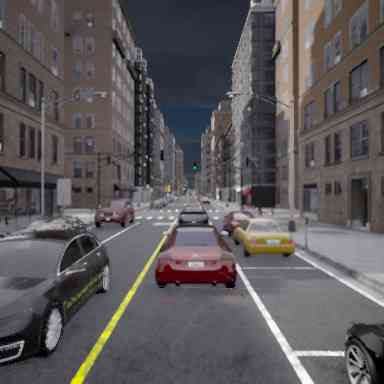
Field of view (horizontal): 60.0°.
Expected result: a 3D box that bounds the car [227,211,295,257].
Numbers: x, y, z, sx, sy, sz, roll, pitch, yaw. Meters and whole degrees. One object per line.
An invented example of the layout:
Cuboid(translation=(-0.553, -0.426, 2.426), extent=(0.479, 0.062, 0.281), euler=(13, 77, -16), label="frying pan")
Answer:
Cuboid(translation=(2.641, 1.590, 13.106), extent=(1.752, 1.417, 4.829), euler=(0, 0, 0), label="car")

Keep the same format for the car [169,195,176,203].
Cuboid(translation=(-5.364, 1.926, 77.506), extent=(1.947, 1.339, 4.313), euler=(0, 0, 0), label="car")

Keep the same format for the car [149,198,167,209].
Cuboid(translation=(-5.373, 1.791, 50.236), extent=(2.008, 1.369, 4.403), euler=(0, 0, 0), label="car")

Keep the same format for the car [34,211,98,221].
Cuboid(translation=(-5.384, 1.616, 12.948), extent=(2.008, 1.369, 4.403), euler=(0, 0, 0), label="car")

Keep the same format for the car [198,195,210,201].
Cuboid(translation=(2.657, 1.753, 66.589), extent=(1.967, 1.590, 4.097), euler=(0, 0, 0), label="car")

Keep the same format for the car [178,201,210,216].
Cuboid(translation=(0.105, 1.599, 21.963), extent=(2.128, 1.511, 4.902), euler=(0, 0, 0), label="car")

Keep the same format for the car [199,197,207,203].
Cuboid(translation=(2.662, 1.928, 82.951), extent=(1.887, 1.381, 4.507), euler=(0, 0, 0), label="car")

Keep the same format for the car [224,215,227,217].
Cuboid(translation=(2.643, 1.672, 18.349), extent=(1.802, 1.307, 4.206), euler=(0, 0, 0), label="car")

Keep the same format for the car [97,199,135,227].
Cuboid(translation=(-5.381, 1.431, 23.774), extent=(2.192, 1.841, 5.009), euler=(0, 0, 0), label="car")

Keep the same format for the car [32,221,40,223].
Cuboid(translation=(-5.386, 1.590, 7.535), extent=(2.008, 1.369, 4.403), euler=(0, 0, 0), label="car")

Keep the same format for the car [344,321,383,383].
Cuboid(translation=(2.638, 1.577, 2.110), extent=(1.947, 1.339, 4.313), euler=(0, 0, 0), label="car")

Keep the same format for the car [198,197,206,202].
Cuboid(translation=(2.664, 1.957, 88.405), extent=(2.008, 1.369, 4.403), euler=(0, 0, 0), label="car")

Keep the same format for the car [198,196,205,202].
Cuboid(translation=(2.665, 1.955, 94.030), extent=(1.752, 1.417, 4.829), euler=(0, 0, 0), label="car")

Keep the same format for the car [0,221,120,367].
Cuboid(translation=(-2.843, 1.537, 6.151), extent=(1.837, 1.490, 4.892), euler=(0, 0, 0), label="car")

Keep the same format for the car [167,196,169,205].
Cuboid(translation=(-5.371, 1.810, 55.690), extent=(1.887, 1.381, 4.507), euler=(0, 0, 0), label="car")

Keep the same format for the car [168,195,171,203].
Cuboid(translation=(-5.370, 1.814, 60.974), extent=(1.752, 1.417, 4.829), euler=(0, 0, 0), label="car")

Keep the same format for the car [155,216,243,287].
Cuboid(translation=(0.099, 1.613, 9.506), extent=(1.994, 1.385, 4.181), euler=(0, 0, 0), label="car")
